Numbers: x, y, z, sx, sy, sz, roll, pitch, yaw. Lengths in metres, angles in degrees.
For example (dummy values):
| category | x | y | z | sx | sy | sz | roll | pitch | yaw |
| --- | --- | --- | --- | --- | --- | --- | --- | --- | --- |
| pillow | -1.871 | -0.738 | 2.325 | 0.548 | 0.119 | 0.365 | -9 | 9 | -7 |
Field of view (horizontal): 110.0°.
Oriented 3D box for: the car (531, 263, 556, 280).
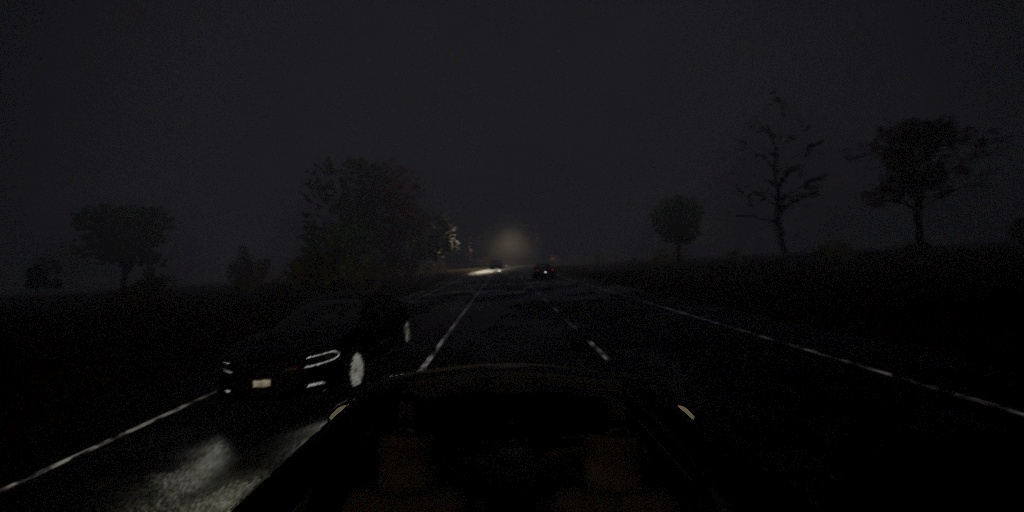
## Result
| category | x | y | z | sx | sy | sz | roll | pitch | yaw |
| --- | --- | --- | --- | --- | --- | --- | --- | --- | --- |
| car | 2.838 | 1.382 | 32.983 | 1.994 | 1.385 | 4.181 | -4 | 0 | -1 |

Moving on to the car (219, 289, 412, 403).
| category | x | y | z | sx | sy | sz | roll | pitch | yaw |
| --- | --- | --- | --- | --- | --- | --- | --- | --- | --- |
| car | -3.520 | 1.508 | 7.432 | 1.882 | 1.535 | 5.008 | -4 | 0 | -1 |
